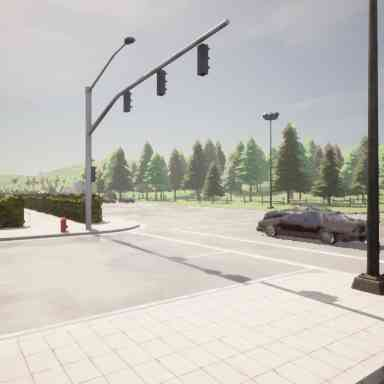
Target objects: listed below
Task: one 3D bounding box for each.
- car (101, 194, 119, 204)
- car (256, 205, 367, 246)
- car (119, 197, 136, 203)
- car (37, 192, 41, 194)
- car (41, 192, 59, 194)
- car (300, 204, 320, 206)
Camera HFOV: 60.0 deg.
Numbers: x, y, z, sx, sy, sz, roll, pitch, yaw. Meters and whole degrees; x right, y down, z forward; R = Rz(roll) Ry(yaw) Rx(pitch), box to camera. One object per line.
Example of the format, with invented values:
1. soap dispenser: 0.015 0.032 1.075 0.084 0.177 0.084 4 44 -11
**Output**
1. car: -16.747 1.601 65.616 1.895 1.301 4.718 0 0 -34
2. car: 5.557 1.547 15.511 2.033 1.411 5.357 0 0 -38
3. car: -13.108 1.601 66.513 1.895 1.301 4.718 0 0 -35
4. car: -29.773 1.058 65.859 2.150 2.045 5.566 0 0 -34
5. car: -24.108 1.221 57.614 2.150 2.045 5.566 0 0 -34
6. car: 6.533 1.491 20.042 2.128 1.511 4.902 0 0 -38
